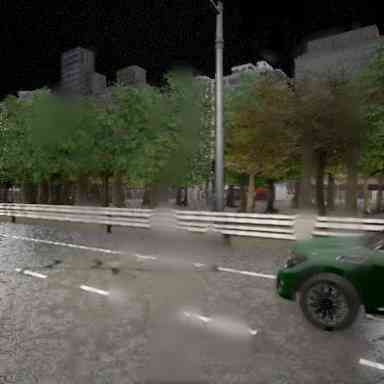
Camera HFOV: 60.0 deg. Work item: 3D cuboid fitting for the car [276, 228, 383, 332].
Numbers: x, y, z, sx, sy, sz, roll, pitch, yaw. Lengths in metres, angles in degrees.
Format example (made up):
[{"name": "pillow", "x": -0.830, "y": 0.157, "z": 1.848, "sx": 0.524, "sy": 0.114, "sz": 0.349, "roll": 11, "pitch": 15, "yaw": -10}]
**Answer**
[{"name": "car", "x": 4.194, "y": 1.223, "z": 5.175, "sx": 5.566, "sy": 2.045, "sz": 2.150, "roll": 0, "pitch": 0, "yaw": 35}]
